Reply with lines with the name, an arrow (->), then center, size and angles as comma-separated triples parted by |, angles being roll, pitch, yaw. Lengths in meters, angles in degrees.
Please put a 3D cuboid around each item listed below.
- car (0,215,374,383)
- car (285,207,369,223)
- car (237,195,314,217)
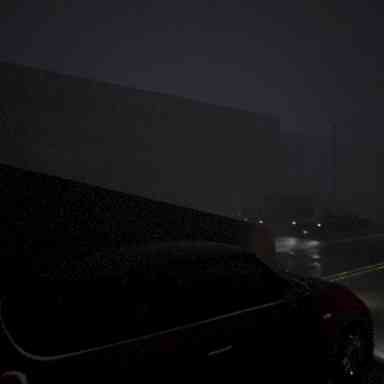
car -> 0.101, 1.351, 3.822 | 4.553, 1.767, 2.097 | 0, 0, -36
car -> 7.404, 1.666, 17.748 | 4.718, 1.301, 1.895 | 0, 0, -35
car -> 5.322, 1.211, 20.562 | 5.566, 2.045, 2.150 | 0, 0, -35
